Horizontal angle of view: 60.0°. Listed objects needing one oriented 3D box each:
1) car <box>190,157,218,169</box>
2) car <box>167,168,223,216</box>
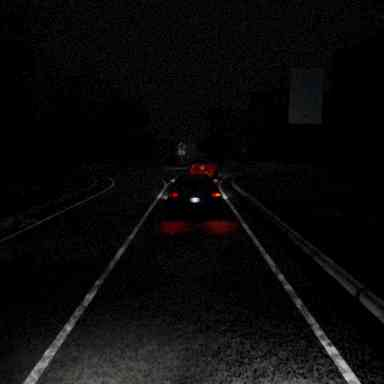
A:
[{"bbox_3d":[1.049,-2.084,27.550,2.097,1.767,4.553,1,7,7],"label":"car"},{"bbox_3d":[0.099,-0.017,12.990,1.994,1.385,4.181,0,7,0],"label":"car"}]
